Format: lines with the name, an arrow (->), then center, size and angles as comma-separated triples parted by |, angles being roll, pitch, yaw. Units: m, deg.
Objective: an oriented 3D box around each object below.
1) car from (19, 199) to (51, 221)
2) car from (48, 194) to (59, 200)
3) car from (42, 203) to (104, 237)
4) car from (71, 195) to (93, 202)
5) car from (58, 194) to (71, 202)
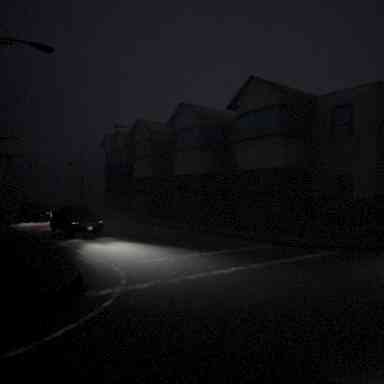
car -> -13.056, 1.568, 27.600 | 1.837, 1.490, 4.892 | 1, -1, -36
car -> -35.198, 1.351, 87.815 | 3.866, 1.878, 1.905 | 1, 0, -36
car -> -6.549, 1.554, 18.694 | 2.128, 1.511, 4.902 | 1, 0, -36
car -> -23.577, 1.511, 72.512 | 3.806, 1.475, 1.970 | 1, 0, -36
car -> -27.632, 1.428, 77.497 | 5.027, 1.636, 2.152 | 1, 0, -36
